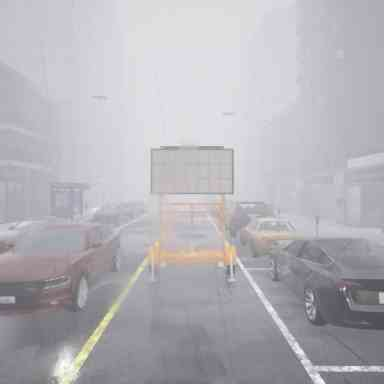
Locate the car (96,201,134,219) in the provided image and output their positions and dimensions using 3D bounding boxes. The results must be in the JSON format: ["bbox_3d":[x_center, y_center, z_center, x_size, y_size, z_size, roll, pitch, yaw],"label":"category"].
[{"bbox_3d":[-5.647,1.543,23.435,1.887,1.381,4.507,0,0,0],"label":"car"}]

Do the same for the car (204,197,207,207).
[{"bbox_3d":[2.894,1.547,40.013,2.008,1.369,4.403,0,0,0],"label":"car"}]

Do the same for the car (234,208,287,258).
[{"bbox_3d":[2.869,1.525,12.565,1.752,1.417,4.829,0,0,0],"label":"car"}]

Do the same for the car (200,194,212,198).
[{"bbox_3d":[2.910,1.309,56.584,2.192,1.841,5.009,0,0,0],"label":"car"}]

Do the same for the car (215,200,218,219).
[{"bbox_3d":[2.879,1.523,23.612,1.752,1.417,4.829,0,0,0],"label":"car"}]

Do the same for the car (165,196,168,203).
[{"bbox_3d":[-5.616,1.560,56.585,1.947,1.339,4.313,0,0,0],"label":"car"}]

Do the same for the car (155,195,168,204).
[{"bbox_3d":[-5.611,1.434,62.110,1.967,1.590,4.097,0,0,0],"label":"car"}]

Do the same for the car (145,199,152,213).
[{"bbox_3d":[-5.637,1.563,34.485,1.947,1.339,4.313,0,0,0],"label":"car"}]

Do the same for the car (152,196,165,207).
[{"bbox_3d":[-5.621,1.577,51.060,1.802,1.307,4.206,0,0,0],"label":"car"}]

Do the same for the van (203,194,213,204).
[{"bbox_3d":[2.915,1.335,62.108,1.690,1.788,3.998,0,0,0],"label":"van"}]

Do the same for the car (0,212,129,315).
[{"bbox_3d":[-2.994,1.477,7.907,1.882,1.535,5.008,0,0,0],"label":"car"}]

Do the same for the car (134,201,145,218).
[{"bbox_3d":[-5.642,1.563,28.960,1.947,1.339,4.313,0,0,0],"label":"car"}]

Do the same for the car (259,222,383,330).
[{"bbox_3d":[2.863,1.566,6.871,1.947,1.339,4.313,0,0,0],"label":"car"}]

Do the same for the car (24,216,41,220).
[{"bbox_3d":[-5.658,1.581,12.385,1.802,1.307,4.206,0,0,0],"label":"car"}]

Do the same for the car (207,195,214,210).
[{"bbox_3d":[2.889,1.437,34.489,1.967,1.590,4.097,0,0,0],"label":"car"}]

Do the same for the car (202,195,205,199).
[{"bbox_3d":[2.905,1.561,51.060,1.947,1.339,4.313,0,0,0],"label":"car"}]

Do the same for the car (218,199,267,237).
[{"bbox_3d":[2.874,1.314,17.918,2.192,1.841,5.009,0,0,0],"label":"car"}]

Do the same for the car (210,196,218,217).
[{"bbox_3d":[2.884,1.437,28.966,1.967,1.590,4.097,0,0,0],"label":"car"}]

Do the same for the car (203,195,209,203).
[{"bbox_3d":[2.899,1.546,45.537,2.008,1.369,4.403,0,0,0],"label":"car"}]

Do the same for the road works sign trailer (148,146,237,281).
[{"bbox_3d":[0.007,0.464,9.777,2.380,3.560,2.880,0,0,0],"label":"road works sign trailer"}]
